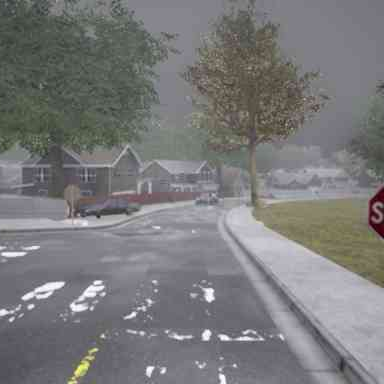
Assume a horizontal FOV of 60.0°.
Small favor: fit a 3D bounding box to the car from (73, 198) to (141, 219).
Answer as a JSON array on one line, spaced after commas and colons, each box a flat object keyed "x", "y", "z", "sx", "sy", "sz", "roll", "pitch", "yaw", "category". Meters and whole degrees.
[{"x": -6.127, "y": 1.134, "z": 24.619, "sx": 2.033, "sy": 1.411, "sz": 5.357, "roll": 1, "pitch": 1, "yaw": 35, "category": "car"}]

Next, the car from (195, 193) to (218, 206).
[{"x": 1.950, "y": 0.869, "z": 42.969, "sx": 2.097, "sy": 1.767, "sz": 4.553, "roll": 1, "pitch": 1, "yaw": 19, "category": "car"}]

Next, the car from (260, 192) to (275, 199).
[{"x": 15.116, "y": 0.756, "z": 67.387, "sx": 1.994, "sy": 1.385, "sz": 4.181, "roll": 2, "pitch": 2, "yaw": 38, "category": "car"}]
